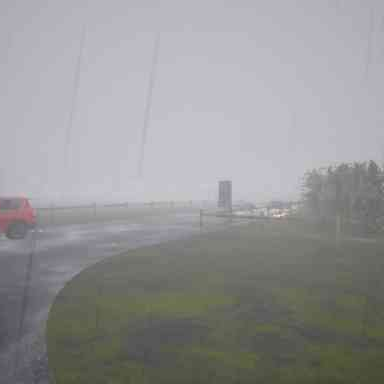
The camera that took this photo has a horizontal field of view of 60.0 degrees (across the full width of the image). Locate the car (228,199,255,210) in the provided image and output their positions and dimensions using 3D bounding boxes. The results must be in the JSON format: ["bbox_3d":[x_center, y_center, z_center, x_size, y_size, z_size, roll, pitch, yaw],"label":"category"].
[{"bbox_3d":[6.383,1.634,42.293,2.033,1.411,5.357,0,0,31],"label":"car"}]

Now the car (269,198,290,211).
[{"bbox_3d":[11.392,1.612,43.531,1.837,1.490,4.892,0,0,31],"label":"car"}]

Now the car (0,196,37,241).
[{"bbox_3d":[-9.678,1.218,14.523,2.150,2.045,5.566,0,0,31],"label":"car"}]
